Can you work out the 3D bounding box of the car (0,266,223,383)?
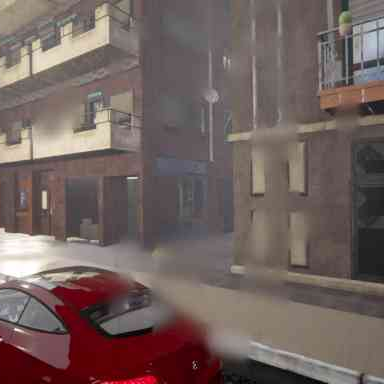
[{"bbox_3d":[-1.633,1.583,4.011,4.206,1.307,1.802,0,-1,35],"label":"car"}]
